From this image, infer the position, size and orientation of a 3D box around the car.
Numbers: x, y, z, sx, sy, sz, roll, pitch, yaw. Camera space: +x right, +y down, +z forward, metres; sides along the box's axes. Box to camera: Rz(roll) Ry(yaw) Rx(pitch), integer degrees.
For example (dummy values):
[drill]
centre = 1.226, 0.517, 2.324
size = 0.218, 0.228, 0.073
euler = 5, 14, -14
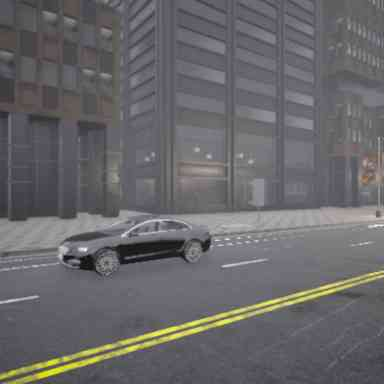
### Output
[car]
centre = -1.592, 1.524, 10.531
size = 4.902, 1.511, 2.128
euler = 1, 0, -35
